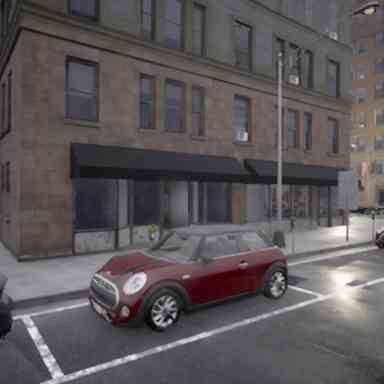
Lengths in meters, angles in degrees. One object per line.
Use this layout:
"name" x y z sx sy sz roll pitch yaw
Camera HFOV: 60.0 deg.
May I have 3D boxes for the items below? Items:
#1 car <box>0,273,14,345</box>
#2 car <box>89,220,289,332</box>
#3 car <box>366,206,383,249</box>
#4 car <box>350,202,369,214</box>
"car" -4.434 1.549 3.600 4.403 1.369 2.008 0 0 -35
"car" 0.046 1.444 6.778 4.097 1.590 1.967 0 0 -35
"car" 9.004 1.455 13.138 4.097 1.590 1.967 0 0 -35
"car" 15.621 1.551 31.471 1.895 1.301 4.718 1 0 -36
